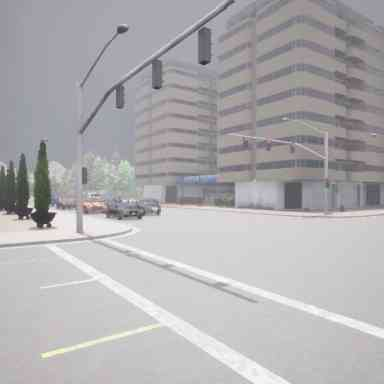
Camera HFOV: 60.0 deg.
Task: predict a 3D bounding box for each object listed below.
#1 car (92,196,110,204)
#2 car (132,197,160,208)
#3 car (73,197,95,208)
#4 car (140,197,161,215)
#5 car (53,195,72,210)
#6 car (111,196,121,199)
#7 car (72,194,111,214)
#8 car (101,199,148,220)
[{"bbox_3d":[-17.472,1.505,63.783,1.837,1.490,4.892,0,0,-34],"label":"car"},{"bbox_3d":[-6.774,1.491,48.389,2.128,1.511,4.902,0,0,-35],"label":"car"},{"bbox_3d":[-15.964,1.505,49.028,1.837,1.490,4.892,0,0,-34],"label":"car"},{"bbox_3d":[-4.834,1.492,32.975,2.128,1.511,4.902,0,0,-35],"label":"car"},{"bbox_3d":[-16.405,1.526,43.520,1.812,1.442,4.674,0,0,-35],"label":"car"},{"bbox_3d":[-10.078,1.505,40.532,1.837,1.490,4.892,0,0,-35],"label":"car"},{"bbox_3d":[-10.767,1.352,35.386,2.097,1.767,4.553,0,0,-35],"label":"car"},{"bbox_3d":[-5.811,1.564,28.252,1.994,1.385,4.181,0,0,-35],"label":"car"}]
